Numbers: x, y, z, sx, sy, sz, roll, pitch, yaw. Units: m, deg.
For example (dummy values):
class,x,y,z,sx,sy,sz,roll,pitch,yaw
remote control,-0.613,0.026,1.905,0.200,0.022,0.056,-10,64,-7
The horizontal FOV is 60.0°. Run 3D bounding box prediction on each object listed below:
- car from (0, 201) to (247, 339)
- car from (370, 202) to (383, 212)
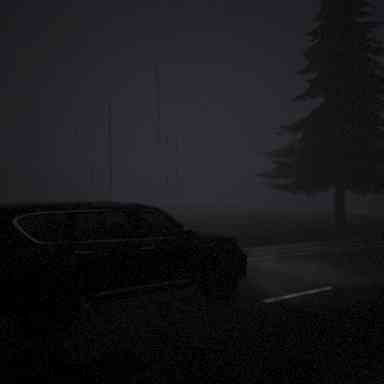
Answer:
class,x,y,z,sx,sy,sz,roll,pitch,yaw
car,-1.443,1.209,6.750,5.566,2.045,2.150,0,0,-33
car,23.618,1.659,38.970,1.837,1.490,4.892,1,0,-45
